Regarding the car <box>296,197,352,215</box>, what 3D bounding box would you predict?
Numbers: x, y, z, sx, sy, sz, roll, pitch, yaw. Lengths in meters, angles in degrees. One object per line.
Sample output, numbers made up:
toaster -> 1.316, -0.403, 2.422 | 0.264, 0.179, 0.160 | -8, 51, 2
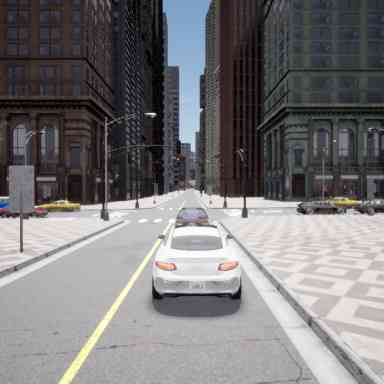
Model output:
car -> 11.670, 1.418, 30.103 | 4.313, 1.339, 1.947 | -1, 1, 0

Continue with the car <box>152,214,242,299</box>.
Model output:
car -> 0.096, 1.521, 8.288 | 1.812, 1.442, 4.674 | 0, 0, 0

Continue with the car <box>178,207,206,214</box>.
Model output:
car -> 0.021, 1.533, 17.878 | 2.033, 1.411, 5.357 | 0, 0, 1

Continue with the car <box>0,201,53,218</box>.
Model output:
car -> -15.298, 1.727, 30.145 | 4.206, 1.307, 1.802 | -1, 1, 0

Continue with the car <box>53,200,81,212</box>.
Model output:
car -> -15.465, 1.584, 38.669 | 4.829, 1.417, 1.752 | -1, 1, 0

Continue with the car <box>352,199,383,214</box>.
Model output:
car -> 17.049, 1.341, 30.094 | 4.403, 1.369, 2.008 | -1, 1, 0

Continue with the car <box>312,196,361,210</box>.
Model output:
car -> 16.716, 1.232, 38.619 | 4.829, 1.417, 1.752 | -1, 1, 0

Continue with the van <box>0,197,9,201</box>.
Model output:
van -> -20.977, 1.456, 38.673 | 3.998, 1.788, 1.690 | -1, 1, 0
